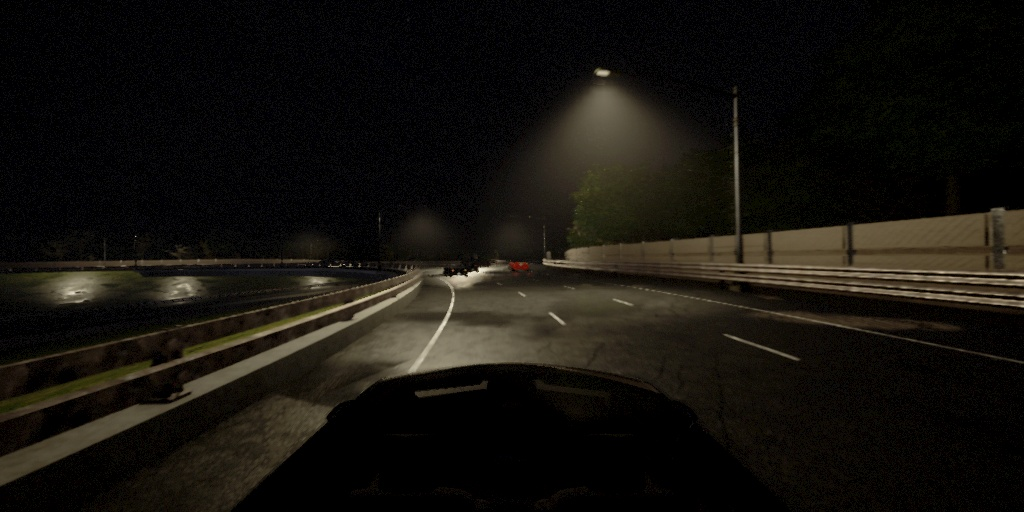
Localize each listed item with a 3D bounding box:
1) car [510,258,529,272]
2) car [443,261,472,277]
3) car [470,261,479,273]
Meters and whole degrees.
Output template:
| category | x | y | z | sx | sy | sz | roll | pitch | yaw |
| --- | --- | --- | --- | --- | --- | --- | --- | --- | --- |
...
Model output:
| category | x | y | z | sx | sy | sz | roll | pitch | yaw |
| --- | --- | --- | --- | --- | --- | --- | --- | --- | --- |
| car | 0.885 | 1.080 | 46.088 | 2.097 | 1.767 | 4.553 | -1 | 0 | -6 |
| car | -5.883 | 1.461 | 36.848 | 1.895 | 1.301 | 4.718 | -1 | 0 | -20 |
| car | -5.709 | 1.361 | 45.588 | 1.837 | 1.490 | 4.892 | 0 | 0 | -24 |
